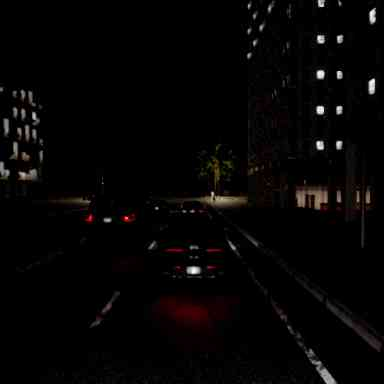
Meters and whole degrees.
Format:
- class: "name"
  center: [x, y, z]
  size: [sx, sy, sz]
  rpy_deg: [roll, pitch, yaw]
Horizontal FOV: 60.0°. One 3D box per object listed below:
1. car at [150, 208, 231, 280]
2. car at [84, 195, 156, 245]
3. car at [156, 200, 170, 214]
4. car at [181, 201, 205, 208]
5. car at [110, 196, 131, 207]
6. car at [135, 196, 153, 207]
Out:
- class: "car"
  center: [0.056, 1.461, 9.782]
  size: [1.837, 1.490, 4.892]
  rpy_deg: [0, 1, 0]
- class: "car"
  center: [-3.165, 1.150, 15.188]
  size: [2.150, 2.045, 5.566]
  rpy_deg: [0, 0, 0]
- class: "car"
  center: [-3.160, 1.414, 31.913]
  size: [1.994, 1.385, 4.181]
  rpy_deg: [0, 0, 0]
- class: "car"
  center: [0.070, 1.424, 26.474]
  size: [2.033, 1.411, 5.357]
  rpy_deg: [0, 0, 0]
- class: "car"
  center: [-9.835, 1.284, 46.002]
  size: [1.837, 1.490, 4.892]
  rpy_deg: [0, 0, 0]
- class: "car"
  center: [-6.587, 1.284, 46.015]
  size: [1.837, 1.490, 4.892]
  rpy_deg: [0, 0, 0]
